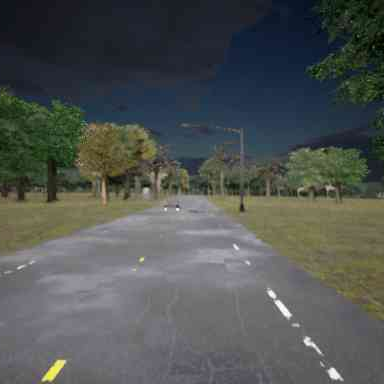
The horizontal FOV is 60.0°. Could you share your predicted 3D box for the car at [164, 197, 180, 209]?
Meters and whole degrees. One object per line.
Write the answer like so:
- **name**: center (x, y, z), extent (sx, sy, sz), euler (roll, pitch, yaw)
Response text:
- **car**: center (-2.965, 1.537, 49.862), extent (2.097, 1.767, 4.553), euler (0, 0, 1)
